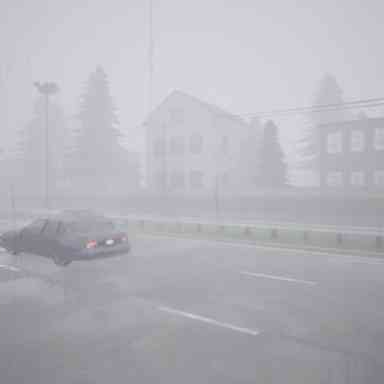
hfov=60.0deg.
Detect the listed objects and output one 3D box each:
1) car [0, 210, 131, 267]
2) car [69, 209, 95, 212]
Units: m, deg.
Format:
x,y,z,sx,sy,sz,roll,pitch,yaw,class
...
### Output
x,y,z,sx,sy,sz,roll,pitch,yaw,class
-4.494,1.546,11.424,5.357,1.411,2.033,0,0,36,car
-5.793,1.562,16.687,4.181,1.385,1.994,0,0,36,car
